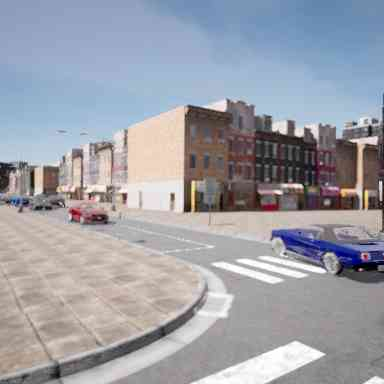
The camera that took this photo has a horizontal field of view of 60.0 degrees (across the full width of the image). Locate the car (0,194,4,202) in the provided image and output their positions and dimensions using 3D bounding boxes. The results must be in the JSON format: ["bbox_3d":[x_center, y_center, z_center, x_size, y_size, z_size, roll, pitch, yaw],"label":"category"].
[{"bbox_3d":[-35.432,1.106,63.490,2.008,1.369,4.403,1,-1,-35],"label":"car"}]

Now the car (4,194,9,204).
[{"bbox_3d":[-27.028,1.150,50.754,1.812,1.442,4.674,1,0,-35],"label":"car"}]

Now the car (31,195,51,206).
[{"bbox_3d":[-22.793,1.186,49.965,1.837,1.490,4.892,1,0,-35],"label":"car"}]

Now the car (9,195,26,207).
[{"bbox_3d":[-23.017,1.142,45.016,1.882,1.535,5.008,1,0,-35],"label":"car"}]

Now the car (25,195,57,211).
[{"bbox_3d":[-16.579,1.305,36.450,1.947,1.339,4.313,2,0,-35],"label":"car"}]

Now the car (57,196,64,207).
[{"bbox_3d":[-17.437,1.243,42.373,1.837,1.490,4.892,1,0,-34],"label":"car"}]

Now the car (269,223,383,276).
[{"bbox_3d":[4.333,1.643,10.649,1.895,1.301,4.718,1,0,-14],"label":"car"}]

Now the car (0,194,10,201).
[{"bbox_3d":[-38.573,1.077,67.996,1.887,1.381,4.507,1,-1,-35],"label":"car"}]

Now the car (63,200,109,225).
[{"bbox_3d":[-7.153,1.409,22.931,1.887,1.381,4.507,2,0,-35],"label":"car"}]
